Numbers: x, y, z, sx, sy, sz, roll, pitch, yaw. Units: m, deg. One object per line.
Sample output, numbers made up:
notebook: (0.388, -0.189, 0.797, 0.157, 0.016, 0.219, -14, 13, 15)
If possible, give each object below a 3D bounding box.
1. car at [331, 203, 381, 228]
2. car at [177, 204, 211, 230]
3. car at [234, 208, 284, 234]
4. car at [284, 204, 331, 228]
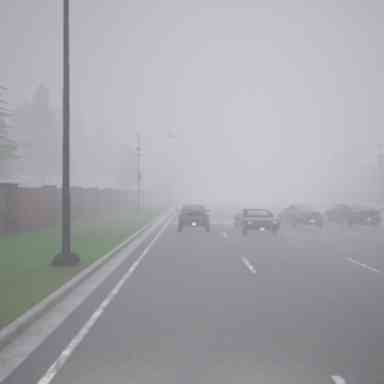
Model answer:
car: (10.600, 1.474, 22.366, 1.882, 1.535, 5.008, 0, 0, 0)
car: (0.101, 1.502, 20.852, 1.837, 1.490, 4.892, 0, 0, 0)
car: (3.599, 1.598, 19.276, 1.895, 1.301, 4.718, 0, 0, 0)
car: (7.086, 1.523, 21.859, 1.812, 1.442, 4.674, 0, 0, 0)
